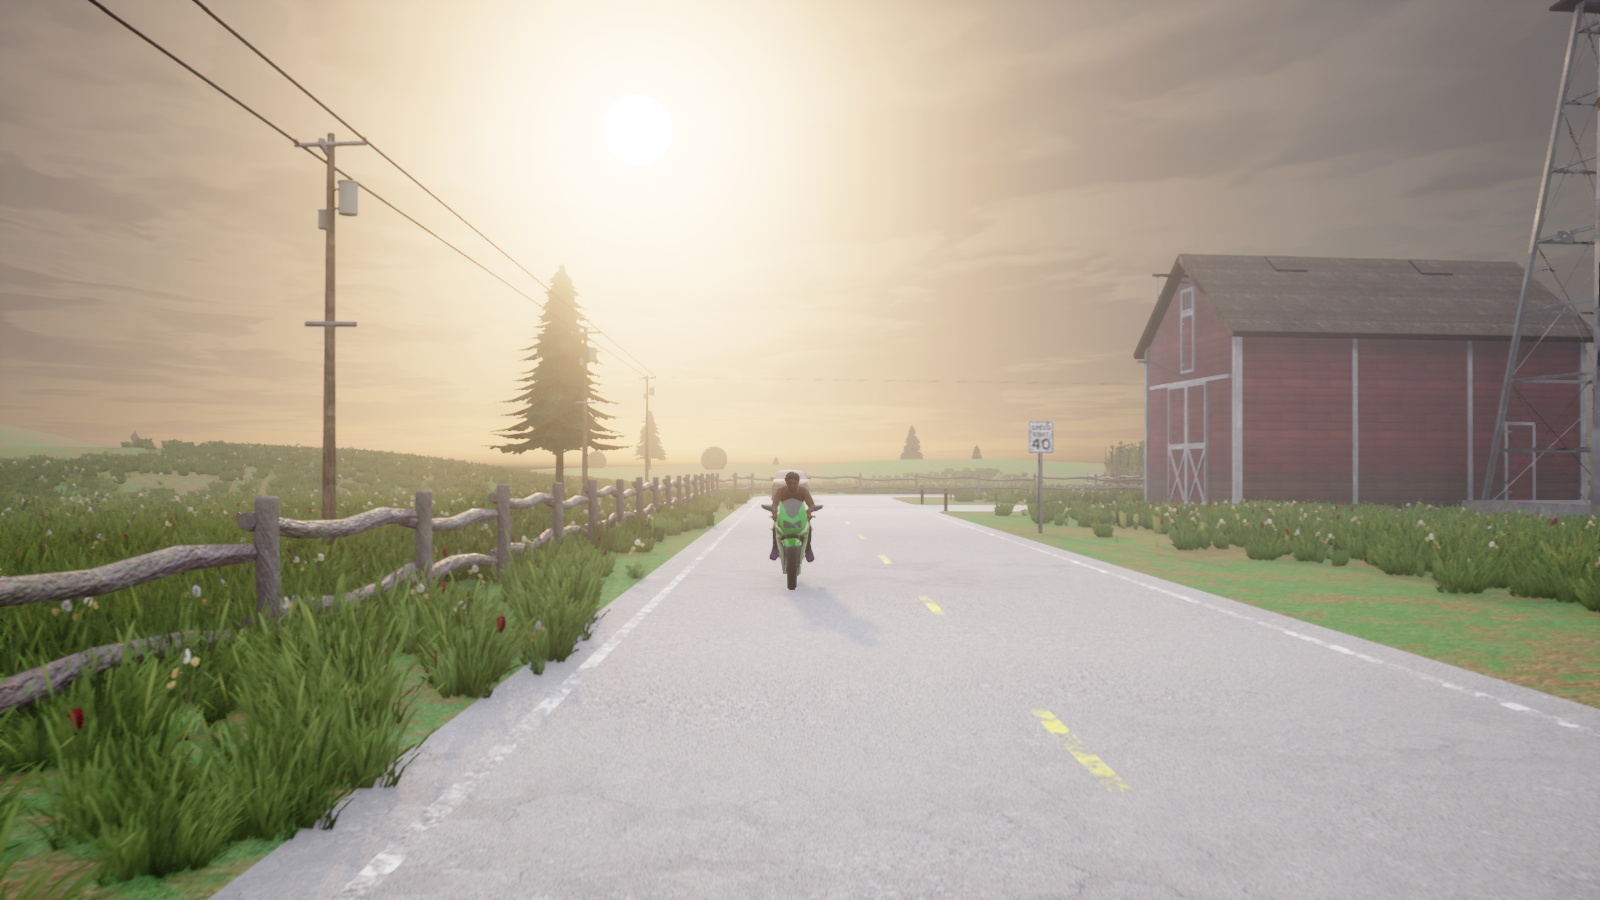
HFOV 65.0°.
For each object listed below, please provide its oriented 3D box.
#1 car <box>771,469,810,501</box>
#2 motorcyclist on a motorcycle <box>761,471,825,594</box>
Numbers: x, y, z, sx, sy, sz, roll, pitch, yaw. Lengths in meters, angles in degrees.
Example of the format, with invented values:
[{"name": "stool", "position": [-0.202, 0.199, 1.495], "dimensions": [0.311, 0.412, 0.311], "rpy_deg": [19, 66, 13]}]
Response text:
[{"name": "car", "position": [-0.458, 1.756, 64.137], "dimensions": [1.882, 1.535, 5.008], "rpy_deg": [0, -1, 0]}, {"name": "motorcyclist on a motorcycle", "position": [-0.094, 1.045, 16.693], "dimensions": [0.797, 1.523, 2.044], "rpy_deg": [0, -1, 0]}]
